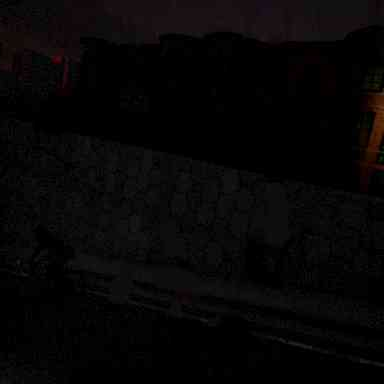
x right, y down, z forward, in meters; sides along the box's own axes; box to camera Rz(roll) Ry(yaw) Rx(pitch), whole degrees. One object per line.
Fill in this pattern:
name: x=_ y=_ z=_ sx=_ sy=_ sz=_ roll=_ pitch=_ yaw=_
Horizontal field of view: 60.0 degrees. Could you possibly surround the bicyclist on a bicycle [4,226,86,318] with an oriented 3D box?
bicyclist on a bicycle: x=-2.748 y=1.468 z=6.390 sx=0.582 sy=1.620 sz=1.656 roll=1 pitch=1 yaw=38
